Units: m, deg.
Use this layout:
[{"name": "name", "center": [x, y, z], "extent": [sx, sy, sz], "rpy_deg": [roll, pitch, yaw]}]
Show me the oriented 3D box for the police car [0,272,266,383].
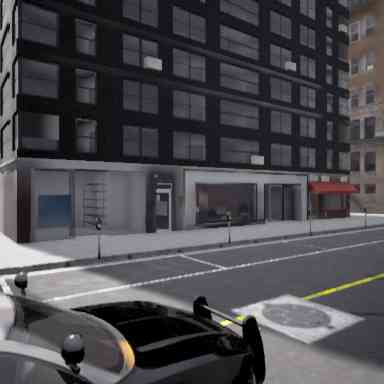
[{"name": "police car", "center": [-1.615, 1.419, 2.281], "extent": [5.238, 1.638, 1.930], "rpy_deg": [0, 0, -36]}]
